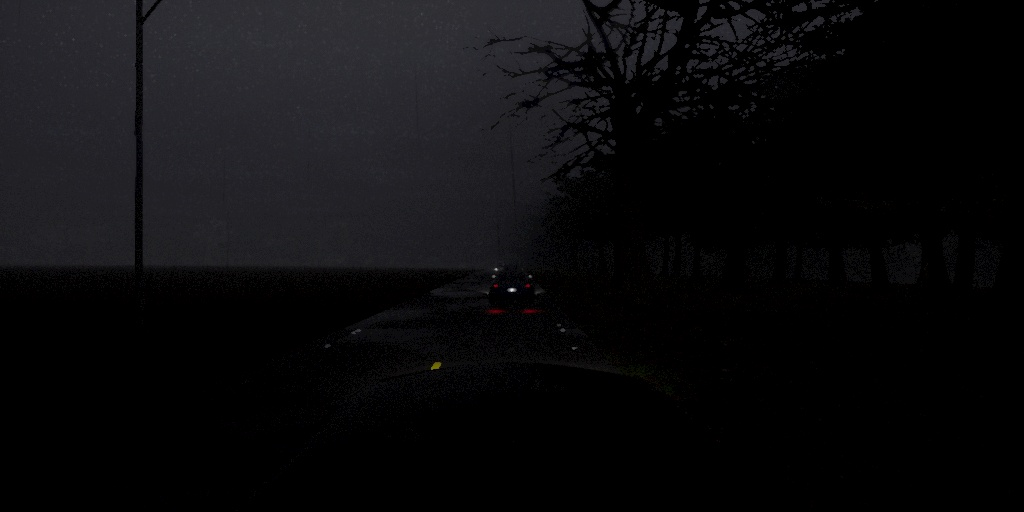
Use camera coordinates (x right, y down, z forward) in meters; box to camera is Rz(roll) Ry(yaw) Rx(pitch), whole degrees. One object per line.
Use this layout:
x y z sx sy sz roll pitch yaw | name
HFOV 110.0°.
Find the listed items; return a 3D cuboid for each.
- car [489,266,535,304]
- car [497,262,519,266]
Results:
0.000 1.350 16.511 1.994 1.385 4.181 0 0 0 | car
0.000 1.389 31.523 2.033 1.411 5.357 0 0 0 | car
